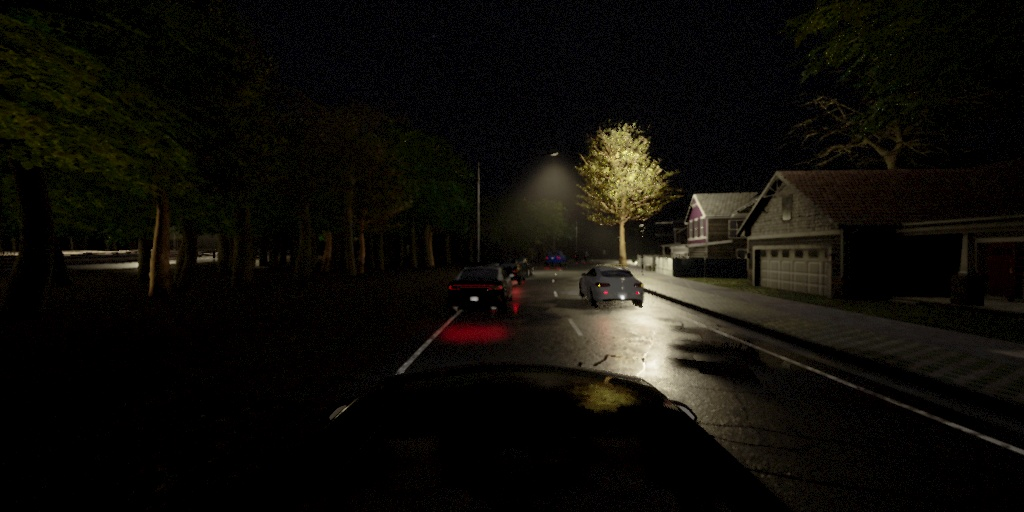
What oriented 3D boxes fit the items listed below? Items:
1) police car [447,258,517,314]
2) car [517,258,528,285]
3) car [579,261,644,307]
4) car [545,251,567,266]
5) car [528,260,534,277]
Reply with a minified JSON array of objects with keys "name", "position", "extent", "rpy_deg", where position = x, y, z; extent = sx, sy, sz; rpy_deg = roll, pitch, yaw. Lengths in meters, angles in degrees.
[{"name":"police car","position":[-0.987,1.016,13.101],"extent":[1.930,1.638,5.238],"rpy_deg":[0,1,3]},{"name":"car","position":[-0.191,0.980,22.913],"extent":[1.812,1.442,4.674],"rpy_deg":[0,1,6]},{"name":"car","position":[3.828,1.102,14.267],"extent":[1.812,1.442,4.674],"rpy_deg":[0,1,3]},{"name":"car","position":[5.991,0.322,48.301],"extent":[2.150,2.045,5.566],"rpy_deg":[0,1,18]},{"name":"car","position":[0.594,0.877,28.833],"extent":[1.837,1.490,4.892],"rpy_deg":[0,1,9]}]
